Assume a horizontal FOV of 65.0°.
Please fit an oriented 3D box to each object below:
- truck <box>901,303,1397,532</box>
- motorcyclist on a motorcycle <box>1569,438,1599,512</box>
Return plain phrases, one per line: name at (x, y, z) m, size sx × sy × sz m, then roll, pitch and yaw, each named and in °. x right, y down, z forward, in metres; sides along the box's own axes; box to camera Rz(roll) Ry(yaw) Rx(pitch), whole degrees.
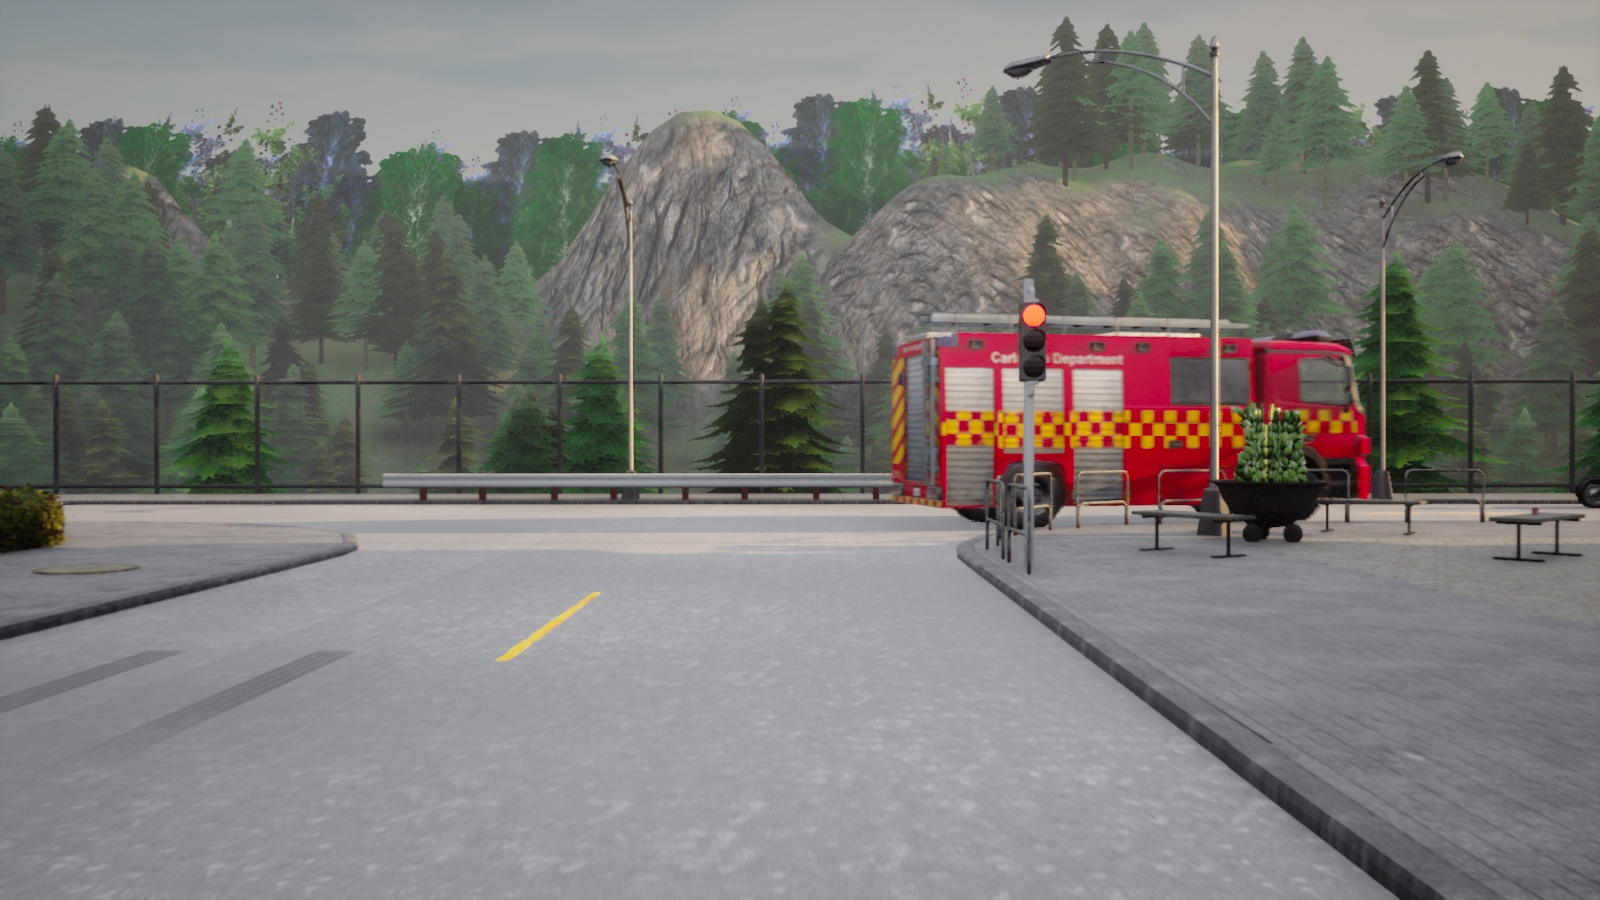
truck at (6.360, -0.544, 23.241) m, size 8.468 × 3.827 × 2.891 m, roll 0°, pitch 0°, yaw -12°
motorcyclist on a motorcycle at (18.680, 0.553, 28.185) m, size 2.350 × 1.649 × 0.766 m, roll 0°, pitch 0°, yaw 0°
